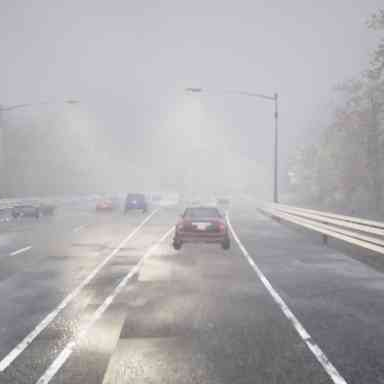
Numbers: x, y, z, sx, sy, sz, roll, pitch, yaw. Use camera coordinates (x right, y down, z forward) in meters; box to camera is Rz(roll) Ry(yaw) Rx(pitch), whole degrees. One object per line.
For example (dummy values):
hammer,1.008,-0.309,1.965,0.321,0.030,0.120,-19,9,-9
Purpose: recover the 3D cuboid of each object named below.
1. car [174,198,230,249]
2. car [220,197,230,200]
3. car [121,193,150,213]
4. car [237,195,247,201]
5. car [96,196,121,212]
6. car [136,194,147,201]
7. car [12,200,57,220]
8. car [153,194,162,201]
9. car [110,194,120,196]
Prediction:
car,0.449,1.323,14.511,2.097,1.767,4.553,0,0,3
car,5.839,1.565,60.192,1.882,1.535,5.008,0,0,11
car,-5.671,1.111,34.759,2.150,2.045,5.566,0,0,-3
car,13.968,1.567,93.145,2.097,1.767,4.553,0,0,18
car,-9.290,1.426,36.905,1.994,1.385,4.181,0,0,-3
car,-11.410,1.245,75.359,1.882,1.535,5.008,0,0,-3
car,-12.226,1.360,26.089,2.128,1.511,4.902,0,0,-3
car,-7.935,1.265,75.938,1.882,1.535,5.008,0,0,-3
car,-14.056,1.133,60.944,2.097,1.767,4.553,0,0,-3
